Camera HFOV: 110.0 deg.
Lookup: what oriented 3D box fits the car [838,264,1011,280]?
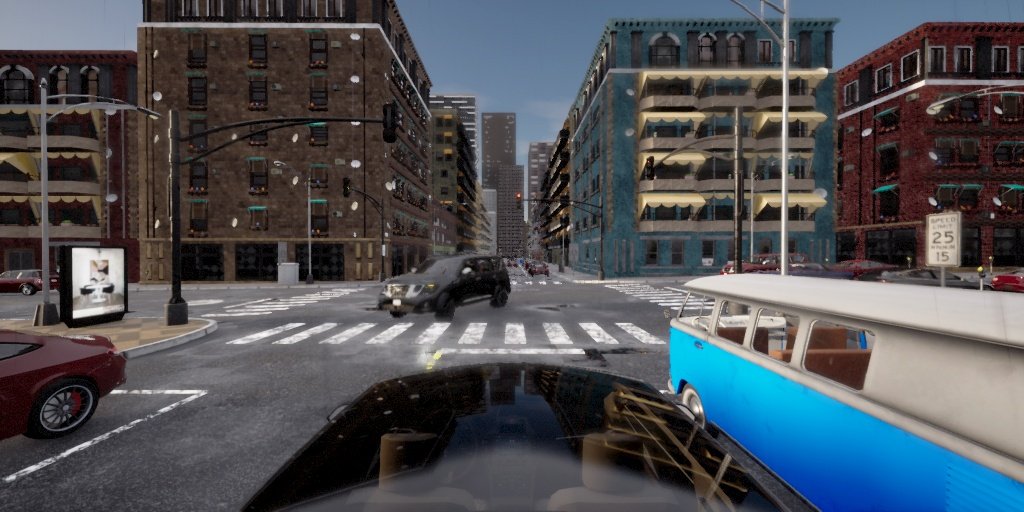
[{"bbox_3d":[15.808,1.097,13.937,4.313,1.339,1.948,0,0,0],"label":"car"}]

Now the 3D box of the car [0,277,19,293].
[{"bbox_3d":[-22.380,1.637,13.577,4.403,1.370,2.007,0,0,0],"label":"car"}]

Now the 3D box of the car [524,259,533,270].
[{"bbox_3d":[2.734,1.320,40.696,1.948,1.339,4.313,0,0,0],"label":"car"}]

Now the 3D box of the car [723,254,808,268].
[{"bbox_3d":[15.796,0.781,22.318,5.009,1.841,2.192,0,0,0],"label":"car"}]

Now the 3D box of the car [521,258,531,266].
[{"bbox_3d":[2.746,1.305,51.743,1.888,1.381,4.507,0,0,0],"label":"car"}]

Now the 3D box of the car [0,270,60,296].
[{"bbox_3d":[-30.238,1.574,22.169,4.097,1.591,1.967,0,0,0],"label":"car"}]

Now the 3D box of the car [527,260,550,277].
[{"bbox_3d":[2.727,1.334,35.173,1.802,1.307,4.207,0,0,0],"label":"car"}]

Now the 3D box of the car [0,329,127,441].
[{"bbox_3d":[-5.691,1.332,2.789,1.802,1.307,4.207,0,0,0],"label":"car"}]

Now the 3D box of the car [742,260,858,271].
[{"bbox_3d":[15.643,1.089,19.725,4.718,1.301,1.895,-1,0,0],"label":"car"}]

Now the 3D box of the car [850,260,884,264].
[{"bbox_3d":[21.366,0.930,22.351,4.507,1.381,1.888,0,0,0],"label":"car"}]

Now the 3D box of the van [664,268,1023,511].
[{"bbox_3d":[2.690,1.091,2.779,1.690,1.789,3.998,0,0,0],"label":"van"}]

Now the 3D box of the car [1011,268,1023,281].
[{"bbox_3d":[21.378,1.033,13.971,4.207,1.307,1.802,0,0,0],"label":"car"}]

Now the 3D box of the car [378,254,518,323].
[{"bbox_3d":[-2.040,0.970,12.666,2.150,2.045,5.566,-1,-1,27],"label":"car"}]
